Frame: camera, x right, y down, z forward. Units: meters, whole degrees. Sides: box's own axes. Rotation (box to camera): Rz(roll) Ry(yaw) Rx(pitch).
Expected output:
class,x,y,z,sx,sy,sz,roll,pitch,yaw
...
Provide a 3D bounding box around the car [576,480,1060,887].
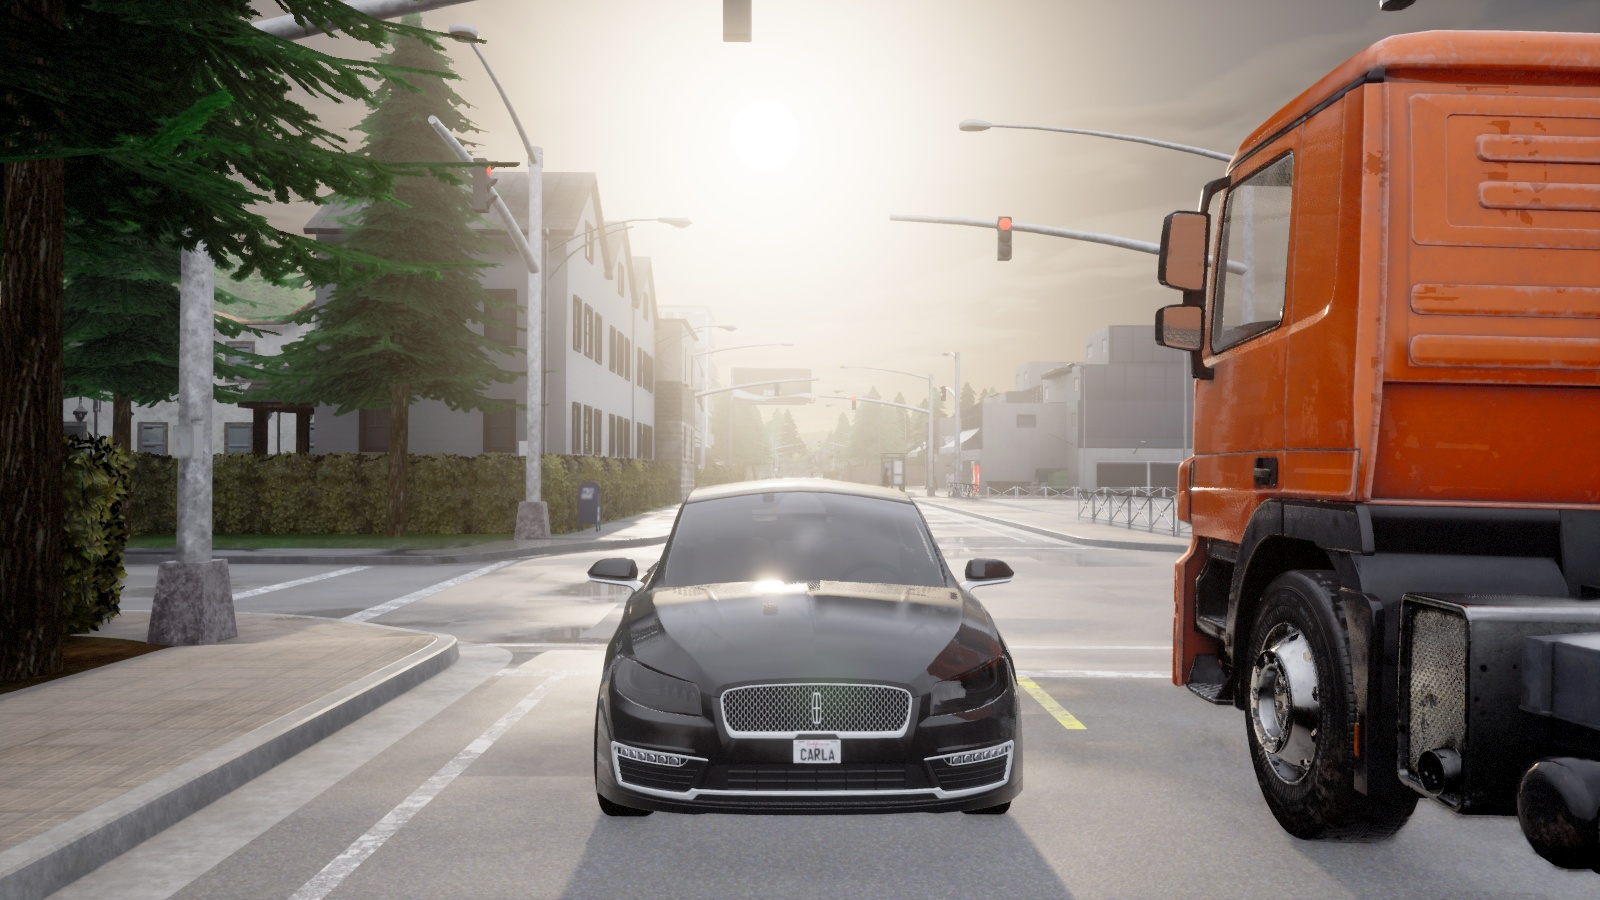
class,x,y,z,sx,sy,sz,roll,pitch,yaw
car,-0.006,0.941,7.222,1.837,1.490,4.892,0,-1,-2

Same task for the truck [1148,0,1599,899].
class,x,y,z,sx,sy,sz,roll,pitch,yaw
truck,3.467,-0.063,3.129,2.891,3.462,7.936,1,0,0
